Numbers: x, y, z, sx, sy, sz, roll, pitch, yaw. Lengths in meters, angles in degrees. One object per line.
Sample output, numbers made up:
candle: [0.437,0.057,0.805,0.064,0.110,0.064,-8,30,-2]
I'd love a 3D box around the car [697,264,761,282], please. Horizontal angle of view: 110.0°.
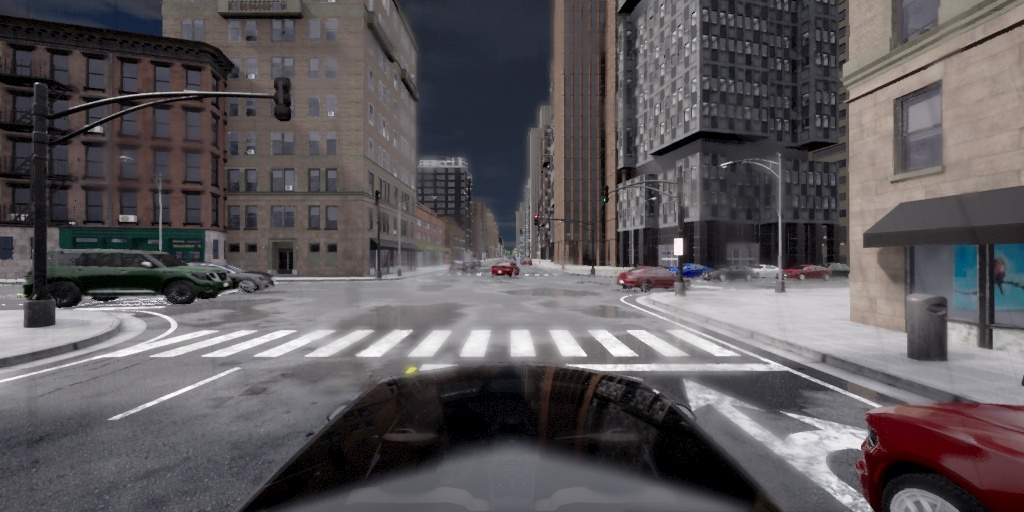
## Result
car: [19.283,1.514,32.048,4.892,1.490,1.837,1,0,-17]

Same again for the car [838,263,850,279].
car: [35.023,1.570,39.641,4.553,1.767,2.097,1,0,-13]

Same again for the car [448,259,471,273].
car: [-6.666,1.284,44.727,1.812,1.442,4.674,0,0,0]

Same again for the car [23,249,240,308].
car: [-14.173,0.775,13.612,5.566,2.045,2.150,1,0,-18]

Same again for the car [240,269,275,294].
car: [-14.391,1.071,17.354,4.902,1.511,2.128,1,0,-23]

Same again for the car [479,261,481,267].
car: [-6.664,1.325,64.650,1.994,1.385,4.181,0,0,0]

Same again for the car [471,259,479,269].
car: [-6.676,1.252,54.688,2.128,1.511,4.902,0,0,0]

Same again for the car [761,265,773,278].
car: [26.014,1.639,37.360,4.674,1.442,1.812,1,0,-15]

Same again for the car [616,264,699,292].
car: [8.495,1.348,21.468,4.674,1.442,1.812,1,-1,-19]

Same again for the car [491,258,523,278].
car: [-0.566,1.233,34.160,1.882,1.535,5.008,1,0,12]

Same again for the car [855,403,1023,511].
car: [3.352,1.228,0.423,1.882,1.535,5.008,0,0,0]

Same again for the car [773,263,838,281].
car: [28.334,1.593,34.618,5.008,1.535,1.882,1,0,-15]
